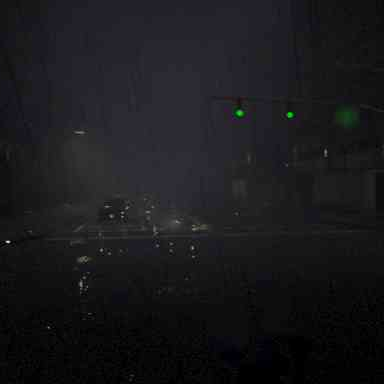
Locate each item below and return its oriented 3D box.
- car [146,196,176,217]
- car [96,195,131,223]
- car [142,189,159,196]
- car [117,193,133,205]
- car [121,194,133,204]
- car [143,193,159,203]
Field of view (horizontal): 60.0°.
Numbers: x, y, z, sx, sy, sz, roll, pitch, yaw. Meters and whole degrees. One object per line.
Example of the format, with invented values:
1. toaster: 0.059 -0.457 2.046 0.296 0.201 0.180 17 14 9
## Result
1. car: -2.423 1.245 26.702 1.895 1.301 4.718 0 1 -9
2. car: -5.327 1.211 22.802 1.837 1.490 4.892 0 1 -9
3. car: -6.164 0.579 49.061 2.150 2.045 5.566 0 1 -9
4. car: -9.274 0.948 46.397 2.033 1.411 5.357 0 1 -9
5. car: -6.906 1.062 32.215 1.882 1.535 5.008 0 1 -9
6. car: -3.944 1.128 35.754 1.895 1.301 4.718 0 1 -9
